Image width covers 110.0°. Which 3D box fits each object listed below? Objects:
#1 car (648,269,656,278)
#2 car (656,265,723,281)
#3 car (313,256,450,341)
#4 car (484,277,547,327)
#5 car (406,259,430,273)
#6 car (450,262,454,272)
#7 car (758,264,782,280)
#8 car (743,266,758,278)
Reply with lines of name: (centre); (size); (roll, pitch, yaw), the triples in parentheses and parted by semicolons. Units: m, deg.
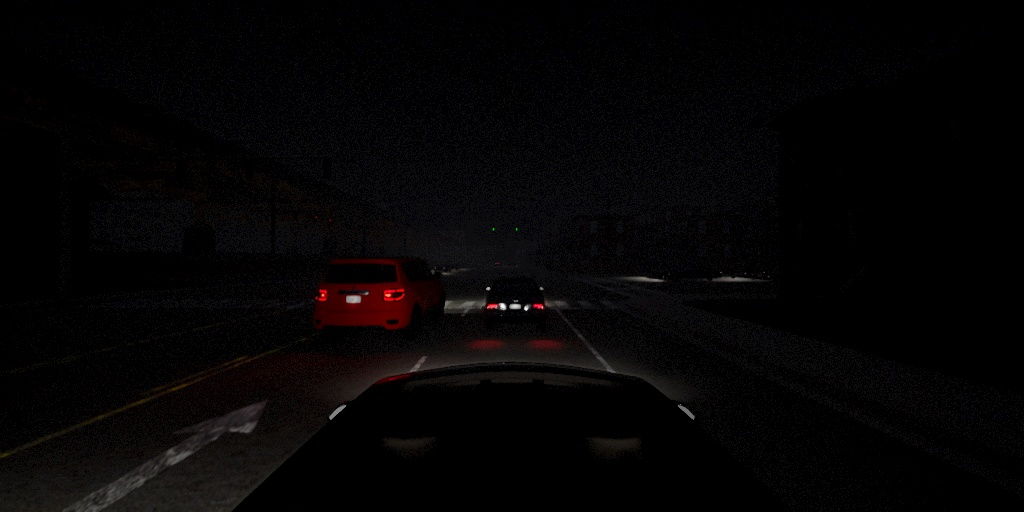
car: (17.110, 1.619, 37.513); (5.357, 1.411, 2.033); (0, -1, 2)
car: (17.003, 1.588, 34.028); (5.357, 1.411, 2.033); (0, -1, 0)
car: (-3.407, 1.048, 10.331); (2.150, 2.045, 5.566); (0, -1, -1)
car: (0.094, 1.389, 11.872); (2.033, 1.411, 5.357); (0, 0, 0)
car: (-14.079, 1.443, 54.155); (2.150, 2.045, 5.566); (0, -1, 0)
car: (-10.580, 1.706, 54.859); (1.882, 1.535, 5.008); (0, -1, 0)
car: (26.560, 1.641, 34.018); (4.718, 1.301, 1.895); (0, -1, 0)
car: (26.838, 1.577, 37.516); (4.892, 1.490, 1.837); (0, -1, 0)
